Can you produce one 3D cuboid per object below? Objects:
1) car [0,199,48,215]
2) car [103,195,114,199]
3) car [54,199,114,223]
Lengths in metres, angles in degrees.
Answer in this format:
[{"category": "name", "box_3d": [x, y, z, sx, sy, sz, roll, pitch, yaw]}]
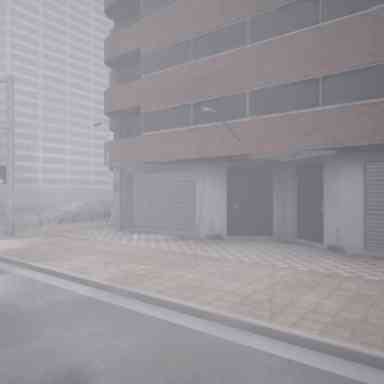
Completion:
[{"category": "car", "box_3d": [-16.726, 1.505, 32.660, 1.837, 1.490, 4.892, 0, 0, 37]}, {"category": "car", "box_3d": [-10.478, 1.505, 40.915, 1.837, 1.490, 4.892, 0, 0, 37]}, {"category": "car", "box_3d": [-8.380, 1.525, 25.972, 1.812, 1.442, 4.674, 0, 0, 37]}]
